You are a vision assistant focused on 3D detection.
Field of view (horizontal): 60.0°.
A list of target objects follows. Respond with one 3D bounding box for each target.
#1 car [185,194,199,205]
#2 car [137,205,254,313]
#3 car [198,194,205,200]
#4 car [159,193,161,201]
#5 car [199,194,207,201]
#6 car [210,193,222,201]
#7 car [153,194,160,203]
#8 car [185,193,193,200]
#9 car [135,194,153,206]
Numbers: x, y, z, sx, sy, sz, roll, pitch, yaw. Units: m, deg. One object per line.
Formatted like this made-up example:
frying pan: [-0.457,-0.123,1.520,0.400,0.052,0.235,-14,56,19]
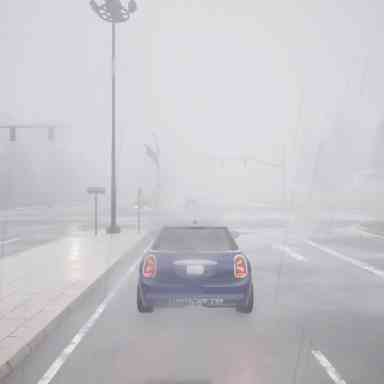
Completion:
car: [-0.161,1.526,54.646,1.812,1.442,4.674,0,0,-1]
car: [0.071,1.352,7.826,2.097,1.767,4.553,0,0,0]
car: [2.686,1.442,95.532,1.882,1.535,5.008,0,0,-1]
car: [-8.559,1.225,79.493,2.150,2.045,5.566,0,0,-1]
car: [2.851,1.513,85.208,1.812,1.442,4.674,0,0,-1]
car: [6.356,1.215,84.937,2.150,2.045,5.566,0,0,-1]
car: [-8.392,1.548,68.939,2.033,1.411,5.357,0,0,-1]
car: [-0.814,1.189,95.506,2.150,2.045,5.566,0,0,-1]
car: [-8.270,1.352,56.005,2.097,1.767,4.553,0,0,-1]
